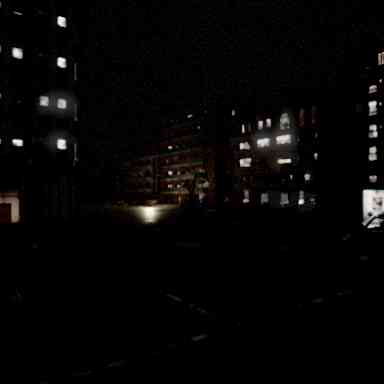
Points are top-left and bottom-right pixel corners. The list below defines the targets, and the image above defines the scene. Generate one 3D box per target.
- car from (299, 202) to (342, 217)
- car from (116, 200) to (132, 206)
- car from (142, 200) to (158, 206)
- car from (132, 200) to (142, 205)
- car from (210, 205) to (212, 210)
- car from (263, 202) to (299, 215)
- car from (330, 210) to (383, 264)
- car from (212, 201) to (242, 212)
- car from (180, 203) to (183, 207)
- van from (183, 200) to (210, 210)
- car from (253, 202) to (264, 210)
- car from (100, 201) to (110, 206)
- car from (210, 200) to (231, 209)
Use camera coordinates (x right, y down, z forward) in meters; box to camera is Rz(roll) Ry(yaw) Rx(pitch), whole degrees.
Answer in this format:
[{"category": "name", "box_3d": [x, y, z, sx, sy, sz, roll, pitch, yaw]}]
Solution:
[{"category": "car", "box_3d": [15.000, 2.122, 37.790, 2.008, 1.369, 4.403, -1, 0, -36]}, {"category": "car", "box_3d": [-17.567, 2.933, 82.968, 2.008, 1.369, 4.403, -1, 0, -36]}, {"category": "car", "box_3d": [-10.783, 2.817, 87.884, 1.967, 1.590, 4.097, -1, 0, -36]}, {"category": "car", "box_3d": [-14.047, 3.024, 92.393, 1.947, 1.339, 4.313, -1, 0, -36]}, {"category": "car", "box_3d": [2.040, 2.547, 60.443, 1.895, 1.301, 4.718, 0, -1, -35]}, {"category": "car", "box_3d": [11.733, 2.203, 42.300, 2.008, 1.369, 4.403, -1, 0, -36]}, {"category": "car", "box_3d": [6.949, 1.523, 11.527, 4.097, 1.590, 1.967, 0, -1, -36]}, {"category": "car", "box_3d": [5.651, 2.348, 50.773, 1.887, 1.381, 4.507, -1, 0, -36]}, {"category": "car", "box_3d": [-0.978, 2.714, 74.353, 1.802, 1.307, 4.206, -1, 0, -36]}, {"category": "van", "box_3d": [0.730, 2.267, 57.658, 1.690, 1.788, 3.998, -1, 0, -36]}, {"category": "car", "box_3d": [12.154, 2.390, 56.359, 1.802, 1.307, 4.206, -1, 0, -36]}, {"category": "car", "box_3d": [-24.102, 3.090, 91.988, 1.887, 1.381, 4.507, -1, 0, -36]}, {"category": "car", "box_3d": [5.557, 2.410, 65.336, 1.967, 1.590, 4.097, -1, 0, -36]}]
